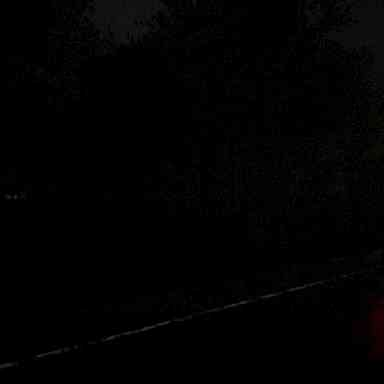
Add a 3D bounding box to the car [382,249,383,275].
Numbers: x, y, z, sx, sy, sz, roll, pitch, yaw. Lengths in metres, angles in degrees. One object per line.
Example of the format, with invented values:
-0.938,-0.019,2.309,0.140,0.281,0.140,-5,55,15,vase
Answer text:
6.982,1.355,8.695,4.553,1.767,2.097,0,0,-35,car
